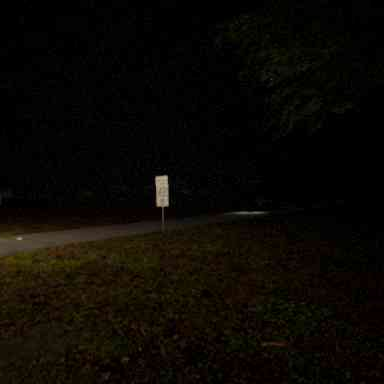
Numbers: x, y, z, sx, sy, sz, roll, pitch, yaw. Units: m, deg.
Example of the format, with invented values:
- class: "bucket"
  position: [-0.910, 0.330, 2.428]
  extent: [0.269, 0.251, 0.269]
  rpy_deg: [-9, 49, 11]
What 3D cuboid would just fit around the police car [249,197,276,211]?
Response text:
- class: "police car"
  position: [8.742, 1.478, 41.247]
  extent: [1.930, 1.638, 5.238]
  rpy_deg: [-3, -2, 35]
